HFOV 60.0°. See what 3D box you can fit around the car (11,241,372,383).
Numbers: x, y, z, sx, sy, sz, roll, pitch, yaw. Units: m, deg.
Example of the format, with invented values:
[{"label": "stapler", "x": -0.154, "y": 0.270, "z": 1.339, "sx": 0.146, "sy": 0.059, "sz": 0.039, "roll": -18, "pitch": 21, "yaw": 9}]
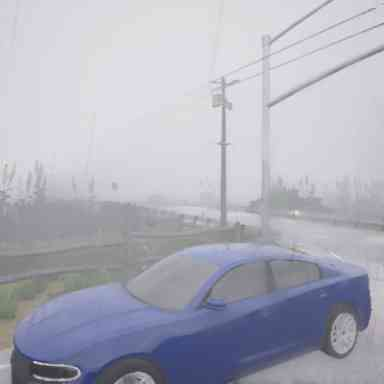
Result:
[{"label": "car", "x": 0.351, "y": 1.508, "z": 4.588, "sx": 5.008, "sy": 1.535, "sz": 1.882, "roll": 0, "pitch": -1, "yaw": -31}]
